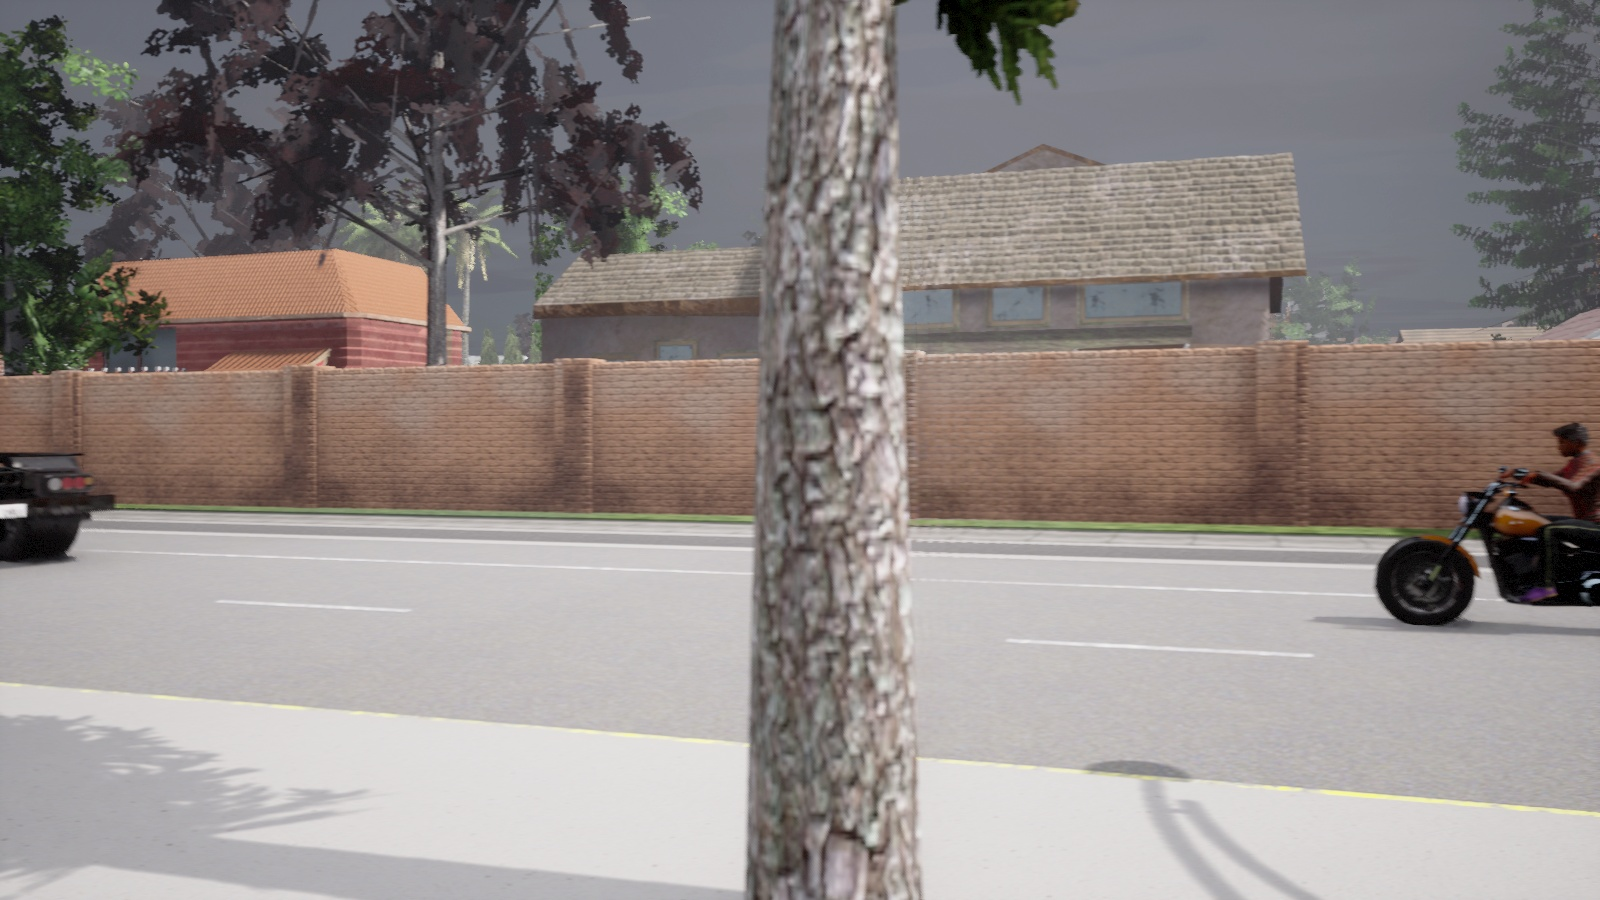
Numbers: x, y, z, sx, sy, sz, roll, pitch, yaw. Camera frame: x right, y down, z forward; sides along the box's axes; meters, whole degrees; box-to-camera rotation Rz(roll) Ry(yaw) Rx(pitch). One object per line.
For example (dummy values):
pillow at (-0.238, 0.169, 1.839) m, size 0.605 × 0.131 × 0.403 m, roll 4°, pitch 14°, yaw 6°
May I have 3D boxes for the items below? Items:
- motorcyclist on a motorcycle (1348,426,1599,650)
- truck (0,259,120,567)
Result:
motorcyclist on a motorcycle at (5.574, 0.642, 9.757) m, size 2.350 × 1.649 × 0.766 m, roll 0°, pitch 1°, yaw 19°
truck at (-12.578, -0.456, 15.793) m, size 7.936 × 3.462 × 2.891 m, roll 1°, pitch 1°, yaw 25°
